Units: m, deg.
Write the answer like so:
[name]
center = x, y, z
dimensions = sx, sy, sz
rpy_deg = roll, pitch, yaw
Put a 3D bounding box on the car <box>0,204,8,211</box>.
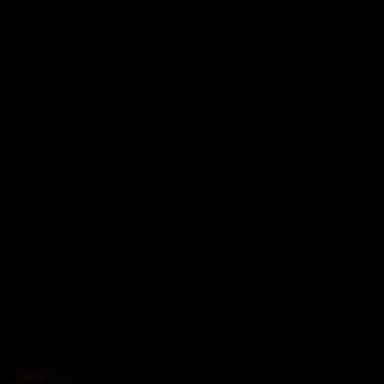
[car]
center = -37.221, 2.997, 63.291
dimensions = 2.128, 1.511, 4.902
rpy_deg = -1, -2, 7
